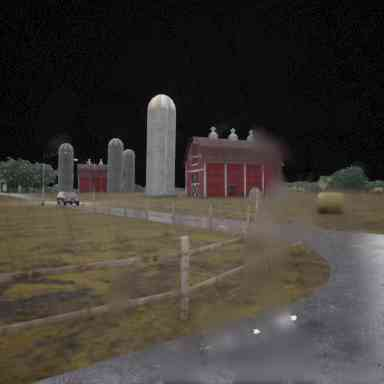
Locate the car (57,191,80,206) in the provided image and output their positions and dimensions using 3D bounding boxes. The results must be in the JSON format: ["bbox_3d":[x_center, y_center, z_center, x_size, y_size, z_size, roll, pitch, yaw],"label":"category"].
[{"bbox_3d":[-18.608,0.951,49.890,2.150,2.045,5.566,2,0,-35],"label":"car"}]
